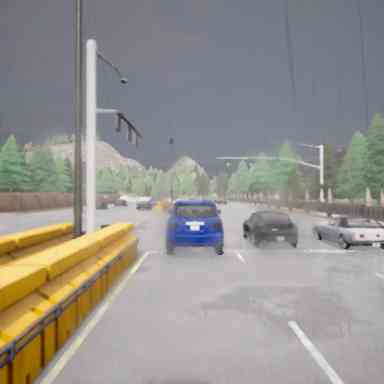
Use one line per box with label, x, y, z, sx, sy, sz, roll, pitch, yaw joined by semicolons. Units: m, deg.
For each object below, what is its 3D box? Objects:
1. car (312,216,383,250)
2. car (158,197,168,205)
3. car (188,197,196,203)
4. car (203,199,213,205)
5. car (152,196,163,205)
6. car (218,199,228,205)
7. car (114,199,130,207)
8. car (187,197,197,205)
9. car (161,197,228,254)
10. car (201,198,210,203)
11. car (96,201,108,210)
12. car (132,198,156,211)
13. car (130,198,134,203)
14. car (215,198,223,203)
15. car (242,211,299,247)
car;7.104;1.747;15.013;1.895;1.301;4.718;0;-1;0
car;-6.956;2.118;80.756;2.097;1.767;4.553;0;-1;0
car;0.047;2.147;86.747;1.882;1.535;5.008;0;-1;0
car;3.541;2.268;76.324;2.033;1.411;5.357;0;-1;0
car;-6.972;1.846;65.341;2.150;2.045;5.566;0;0;0
car;7.041;2.257;76.739;1.812;1.442;4.674;0;-1;0
car;-13.974;2.129;65.031;1.837;1.490;4.892;0;0;0
car;0.041;2.087;76.714;2.097;1.767;4.553;0;-1;0
car;0.104;1.361;14.256;2.150;2.045;5.566;0;0;0
car;3.547;2.209;86.745;2.033;1.411;5.357;0;-1;0
car;-14.046;2.045;49.869;1.994;1.385;4.181;0;-1;0
car;-7.052;2.024;49.389;2.033;1.411;5.357;0;-1;0
car;-13.957;2.283;80.311;1.812;1.442;4.674;0;-1;0
car;7.047;2.264;86.772;1.895;1.301;4.718;0;-1;0
car;3.603;1.660;15.896;1.837;1.490;4.892;0;0;0
